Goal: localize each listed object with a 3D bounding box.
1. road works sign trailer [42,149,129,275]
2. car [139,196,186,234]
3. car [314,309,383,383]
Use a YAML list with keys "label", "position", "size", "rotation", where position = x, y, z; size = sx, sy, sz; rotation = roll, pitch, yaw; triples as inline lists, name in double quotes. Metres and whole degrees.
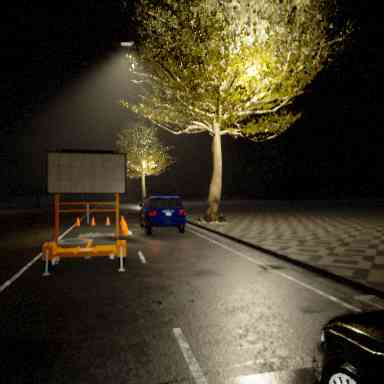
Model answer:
- label: "road works sign trailer"
  position: [-3.312, 0.469, 10.609]
  size: [2.380, 3.560, 2.880]
  rotation: [0, 0, -14]
- label: "car"
  position: [-1.856, 1.259, 19.862]
  size: [2.150, 2.045, 5.566]
  rotation: [0, 0, -14]
- label: "car"
  position: [2.575, 1.489, 1.623]
  size: [2.128, 1.511, 4.902]
  rotation: [0, 0, -14]
